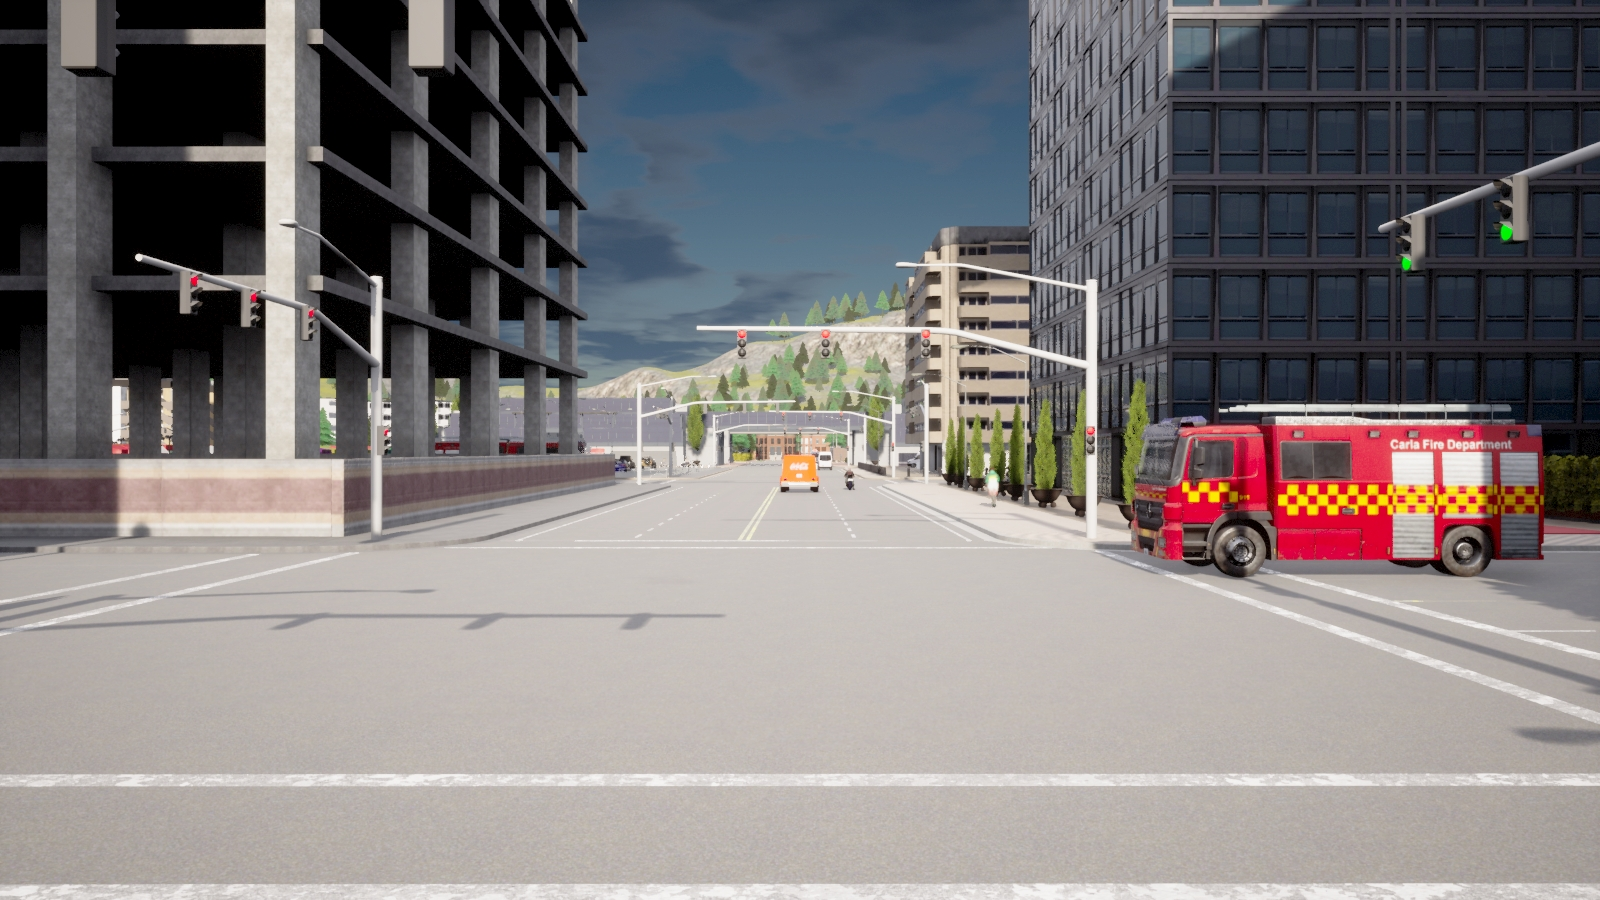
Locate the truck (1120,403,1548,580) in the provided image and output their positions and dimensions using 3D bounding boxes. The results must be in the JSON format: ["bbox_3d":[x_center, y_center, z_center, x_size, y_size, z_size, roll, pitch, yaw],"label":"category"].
[{"bbox_3d":[11.970,0.889,26.163,8.468,3.827,2.891,0,0,-1],"label":"truck"}]

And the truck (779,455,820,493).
[{"bbox_3d":[-0.023,1.564,76.782,2.627,2.467,5.204,0,0,0],"label":"truck"}]

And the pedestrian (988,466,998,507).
[{"bbox_3d":[8.931,1.693,52.798,0.375,1.860,0.375,0,0,-1],"label":"pedestrian"}]
